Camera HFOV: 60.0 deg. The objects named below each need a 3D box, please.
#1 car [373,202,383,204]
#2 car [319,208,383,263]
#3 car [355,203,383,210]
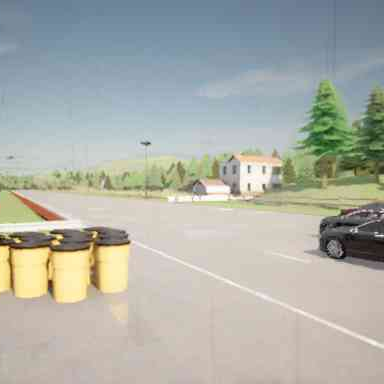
[{"bbox_3d":[11.819,1.361,21.025,1.882,1.535,5.008,0,0,-29],"label":"car"},{"bbox_3d":[6.071,1.452,9.777,1.837,1.490,4.892,0,0,-29],"label":"car"},{"bbox_3d":[7.702,1.411,14.035,2.128,1.511,4.902,0,0,-29],"label":"car"}]
